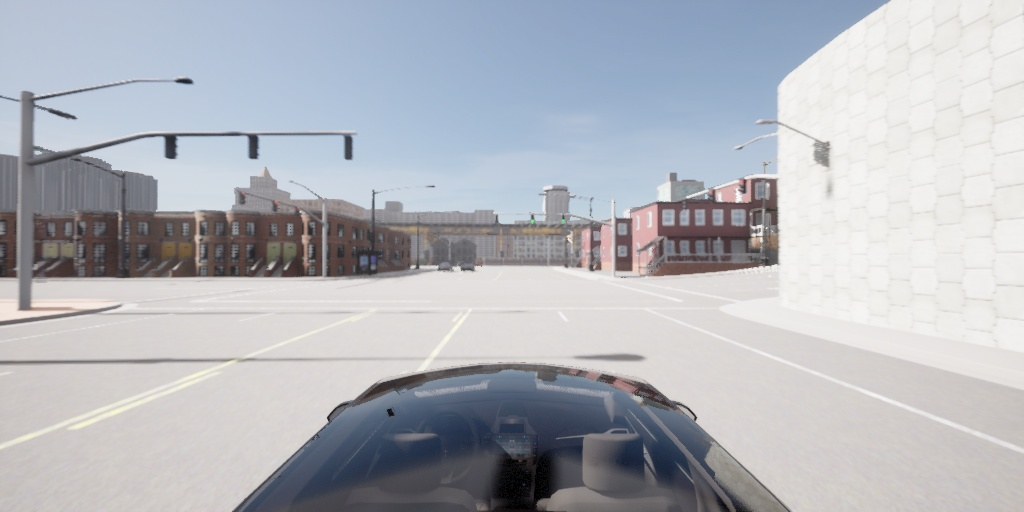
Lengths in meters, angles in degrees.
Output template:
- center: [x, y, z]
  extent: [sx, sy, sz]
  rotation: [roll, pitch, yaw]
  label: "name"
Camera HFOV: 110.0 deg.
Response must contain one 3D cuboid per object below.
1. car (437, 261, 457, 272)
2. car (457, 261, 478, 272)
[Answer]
- center: [-10.502, 1.773, 56.692]
  extent: [1.837, 1.490, 4.892]
  rotation: [0, 0, 1]
  label: "car"
- center: [-6.996, 1.870, 56.838]
  extent: [1.895, 1.301, 4.718]
  rotation: [0, -1, 1]
  label: "car"
